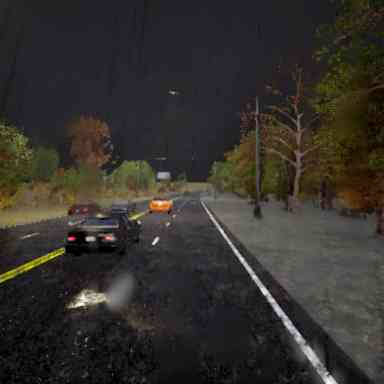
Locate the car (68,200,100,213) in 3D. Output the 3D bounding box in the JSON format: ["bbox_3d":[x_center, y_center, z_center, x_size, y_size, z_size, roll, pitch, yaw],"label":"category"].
[{"bbox_3d":[-9.742,1.437,30.334,1.994,1.385,4.181,0,0,1],"label":"car"}]

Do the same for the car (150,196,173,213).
[{"bbox_3d":[-3.068,1.201,34.286,2.097,1.767,4.553,0,0,0],"label":"car"}]

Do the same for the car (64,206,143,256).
[{"bbox_3d":[-3.147,1.498,12.848,2.033,1.411,5.357,0,0,0],"label":"car"}]

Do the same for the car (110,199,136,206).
[{"bbox_3d":[-6.478,1.413,31.471,2.033,1.411,5.357,0,0,1],"label":"car"}]
